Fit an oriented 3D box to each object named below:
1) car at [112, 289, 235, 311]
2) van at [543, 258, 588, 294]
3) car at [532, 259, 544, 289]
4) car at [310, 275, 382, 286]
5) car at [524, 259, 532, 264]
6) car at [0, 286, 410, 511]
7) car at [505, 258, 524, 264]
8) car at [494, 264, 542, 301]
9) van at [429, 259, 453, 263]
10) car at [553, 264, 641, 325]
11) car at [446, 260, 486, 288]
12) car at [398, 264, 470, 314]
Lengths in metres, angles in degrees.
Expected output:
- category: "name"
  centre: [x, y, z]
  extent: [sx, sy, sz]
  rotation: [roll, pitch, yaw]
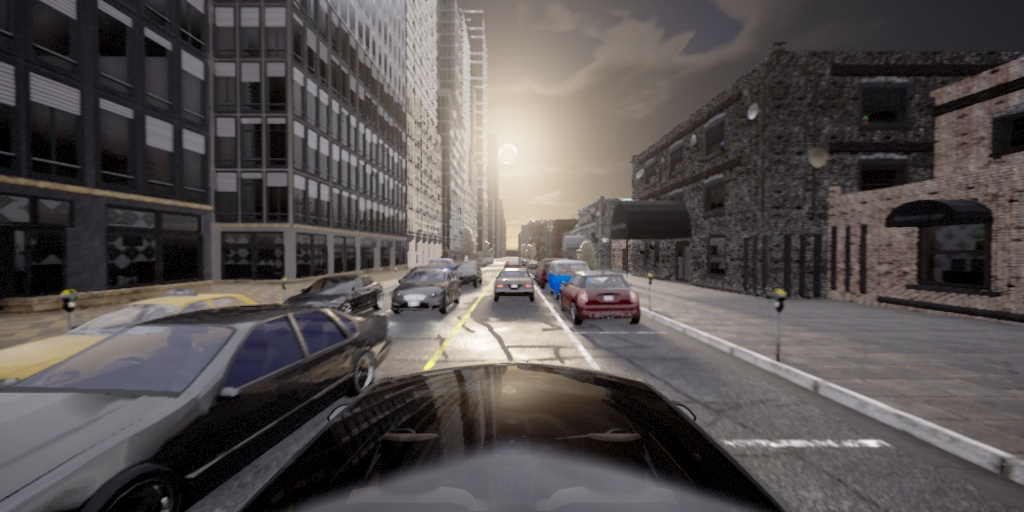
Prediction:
- category: "car"
  centre: [-5.830, 1.274, 6.082]
  extent: [1.751, 1.417, 4.829]
  rotation: [0, 0, 0]
- category: "van"
  centre: [2.684, 1.088, 17.489]
  extent: [1.690, 1.789, 3.998]
  rotation: [0, 0, 0]
- category: "car"
  centre: [2.683, 1.061, 23.132]
  extent: [2.192, 1.841, 5.009]
  rotation: [0, 0, 0]
- category: "car"
  centre: [-5.661, 1.313, 11.896]
  extent: [1.948, 1.339, 4.313]
  rotation: [0, 0, 0]
- category: "car"
  centre: [2.675, 1.293, 45.709]
  extent: [2.007, 1.370, 4.403]
  rotation: [0, 0, 0]
- category: "car"
  centre: [-3.077, 1.297, 3.876]
  extent: [2.033, 1.411, 5.357]
  rotation: [0, 0, 4]
- category: "car"
  centre: [0.068, 1.221, 38.738]
  extent: [1.882, 1.535, 5.008]
  rotation: [0, 0, 0]
- category: "car"
  centre: [0.094, 1.294, 17.348]
  extent: [2.033, 1.411, 5.357]
  rotation: [0, 0, 0]
- category: "van"
  centre: [-5.667, 1.085, 28.829]
  extent: [1.690, 1.789, 3.998]
  rotation: [0, 0, 0]
- category: "car"
  centre: [2.686, 1.188, 11.844]
  extent: [1.967, 1.591, 4.097]
  rotation: [0, 0, 0]
- category: "car"
  centre: [-3.068, 1.223, 24.204]
  extent: [1.882, 1.535, 5.008]
  rotation: [0, 0, 0]
- category: "car"
  centre: [-3.099, 1.239, 13.783]
  extent: [2.128, 1.511, 4.902]
  rotation: [0, 0, 0]
